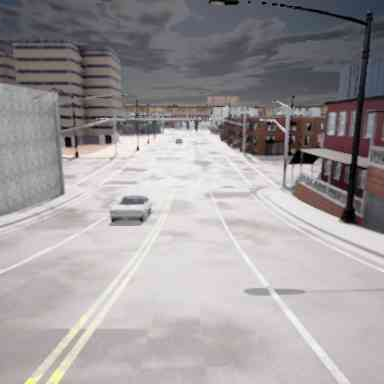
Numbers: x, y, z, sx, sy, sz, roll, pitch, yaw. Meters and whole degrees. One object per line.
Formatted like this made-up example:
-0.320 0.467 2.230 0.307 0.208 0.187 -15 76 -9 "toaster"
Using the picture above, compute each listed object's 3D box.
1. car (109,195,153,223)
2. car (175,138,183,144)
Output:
-3.566 0.903 20.046 1.895 1.301 4.718 0 6 0 "car"
-3.497 -13.548 88.708 1.837 1.490 4.892 0 12 0 "car"
